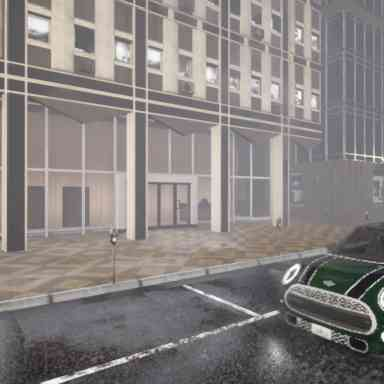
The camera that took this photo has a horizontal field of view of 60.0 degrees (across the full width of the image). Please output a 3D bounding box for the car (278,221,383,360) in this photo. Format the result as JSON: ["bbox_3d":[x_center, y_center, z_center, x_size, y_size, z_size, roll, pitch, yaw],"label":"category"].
[{"bbox_3d":[3.637,1.353,5.945,4.553,1.767,2.097,0,0,-35],"label":"car"}]
